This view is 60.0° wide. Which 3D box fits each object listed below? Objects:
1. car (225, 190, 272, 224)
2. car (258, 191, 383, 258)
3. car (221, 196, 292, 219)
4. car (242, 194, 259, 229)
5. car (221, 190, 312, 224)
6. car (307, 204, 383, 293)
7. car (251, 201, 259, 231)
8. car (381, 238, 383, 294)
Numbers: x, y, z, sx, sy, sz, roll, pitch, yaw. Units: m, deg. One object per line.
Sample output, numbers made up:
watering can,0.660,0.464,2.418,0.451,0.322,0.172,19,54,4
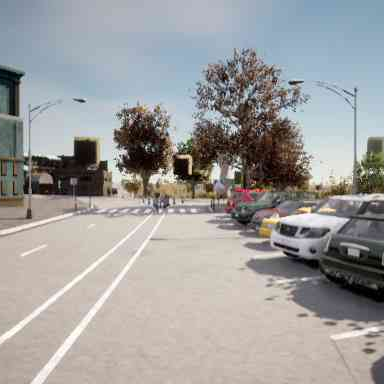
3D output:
car,5.047,0.964,19.383,5.566,2.045,2.435,0,1,-22
car,5.230,1.116,10.469,5.566,2.045,2.435,1,1,-21
car,4.885,1.098,25.347,4.892,1.521,2.231,0,1,-22
car,5.173,1.148,16.442,4.553,1.767,2.185,0,1,-22
car,5.014,0.905,22.385,5.566,2.045,2.435,0,1,-22
car,5.262,1.273,7.501,4.553,1.767,2.185,1,0,-21
car,5.374,1.324,13.540,5.366,1.575,1.946,0,1,-21
car,5.339,1.451,4.553,4.792,1.488,2.163,1,0,-21
